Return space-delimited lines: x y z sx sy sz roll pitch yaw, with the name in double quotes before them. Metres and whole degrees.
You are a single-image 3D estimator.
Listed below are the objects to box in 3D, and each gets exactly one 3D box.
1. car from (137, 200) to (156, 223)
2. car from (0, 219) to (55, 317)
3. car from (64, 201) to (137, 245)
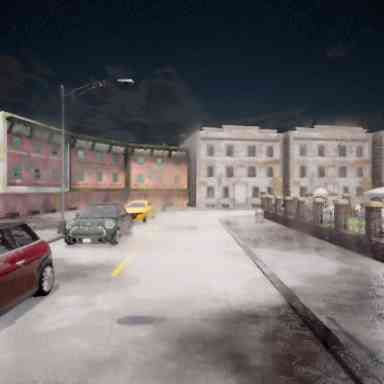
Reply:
"car" -4.037 1.394 25.316 1.882 1.535 5.008 0 0 5
"car" -4.091 1.333 5.468 2.097 1.767 4.553 0 0 0
"car" -4.090 1.301 15.202 2.097 1.767 4.553 0 0 0
